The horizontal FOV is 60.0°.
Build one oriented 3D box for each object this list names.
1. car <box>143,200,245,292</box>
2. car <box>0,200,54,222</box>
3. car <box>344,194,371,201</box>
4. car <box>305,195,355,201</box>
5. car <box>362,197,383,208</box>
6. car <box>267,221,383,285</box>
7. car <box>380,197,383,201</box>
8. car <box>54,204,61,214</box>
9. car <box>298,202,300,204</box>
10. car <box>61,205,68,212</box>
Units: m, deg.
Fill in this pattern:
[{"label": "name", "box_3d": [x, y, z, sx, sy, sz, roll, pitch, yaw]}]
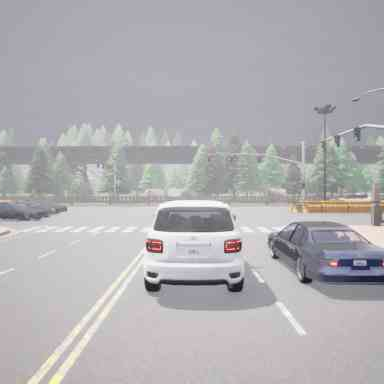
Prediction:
[{"label": "car", "box_3d": [0.067, 1.221, 9.061, 2.150, 2.045, 5.566, 0, 0, 1]}, {"label": "car", "box_3d": [-14.027, 1.548, 26.118, 5.357, 1.411, 2.033, 0, 0, 11]}, {"label": "car", "box_3d": [21.113, 1.221, 44.256, 5.566, 2.045, 2.150, 0, 0, 0]}, {"label": "car", "box_3d": [16.671, 1.491, 40.779, 4.902, 1.511, 2.128, 0, 0, 0]}, {"label": "car", "box_3d": [27.319, 1.505, 47.727, 4.892, 1.490, 1.837, 0, 0, 0]}, {"label": "car", "box_3d": [3.576, 1.547, 9.550, 2.033, 1.411, 5.357, 0, 0, 0]}, {"label": "car", "box_3d": [26.174, 1.478, 40.734, 5.008, 1.535, 1.882, 0, 0, 0]}, {"label": "car", "box_3d": [-15.033, 1.492, 30.256, 4.902, 1.511, 2.128, 0, 0, 0]}, {"label": "car", "box_3d": [17.827, 1.477, 47.774, 5.008, 1.535, 1.882, 0, 0, 0]}, {"label": "car", "box_3d": [-15.541, 1.547, 33.759, 5.357, 1.411, 2.033, 0, 0, 0]}]
